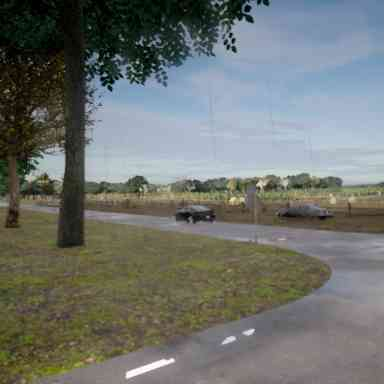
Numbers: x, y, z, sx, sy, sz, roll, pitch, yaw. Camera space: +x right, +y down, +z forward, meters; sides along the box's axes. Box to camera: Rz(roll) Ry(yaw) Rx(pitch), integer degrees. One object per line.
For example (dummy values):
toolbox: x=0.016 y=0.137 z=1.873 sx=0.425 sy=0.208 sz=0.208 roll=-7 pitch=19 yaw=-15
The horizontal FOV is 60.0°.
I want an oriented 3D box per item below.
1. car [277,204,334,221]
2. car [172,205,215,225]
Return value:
car: x=10.207 y=1.828 z=30.373 sx=2.033 sy=1.411 sz=5.357 roll=0 pitch=-1 yaw=-29
car: x=-0.004 y=1.854 z=28.177 sx=1.882 sy=1.535 sz=5.008 roll=-1 pitch=-1 yaw=-30
